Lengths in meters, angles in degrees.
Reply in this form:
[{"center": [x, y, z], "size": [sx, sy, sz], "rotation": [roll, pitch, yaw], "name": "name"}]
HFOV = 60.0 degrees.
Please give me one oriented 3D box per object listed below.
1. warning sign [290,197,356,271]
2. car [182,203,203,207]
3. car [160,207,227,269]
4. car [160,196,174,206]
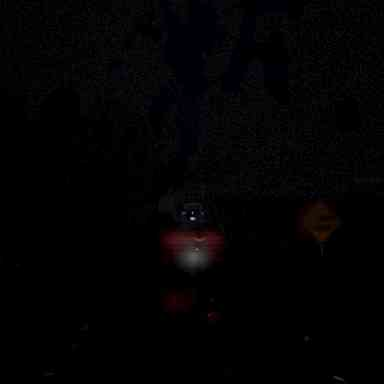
[{"center": [3.520, 1.085, 9.097], "size": [1.300, 1.860, 1.060], "rotation": [-2, -2, 0], "name": "warning sign"}, {"center": [0.061, 1.480, 24.878], "size": [1.895, 1.301, 4.718], "rotation": [0, 0, 0], "name": "car"}, {"center": [0.065, 1.449, 10.924], "size": [2.128, 1.511, 4.902], "rotation": [0, 0, 0], "name": "car"}, {"center": [-3.577, 1.274, 47.996], "size": [1.895, 1.301, 4.718], "rotation": [0, 1, 0], "name": "car"}]
